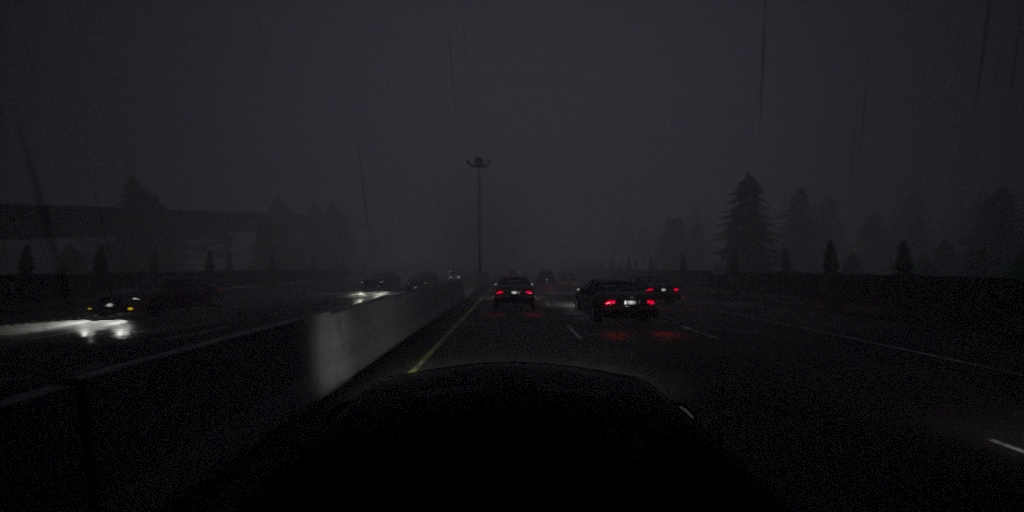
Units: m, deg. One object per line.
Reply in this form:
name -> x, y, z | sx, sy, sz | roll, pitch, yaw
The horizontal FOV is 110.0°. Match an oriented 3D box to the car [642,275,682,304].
car -> 7.101, 1.714, 19.294 | 2.033, 1.411, 5.357 | 0, -2, 0

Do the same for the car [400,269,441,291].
car -> -7.094, 2.007, 29.229 | 2.033, 1.411, 5.357 | 0, -2, 0

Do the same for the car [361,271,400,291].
car -> -10.593, 1.938, 29.258 | 1.882, 1.535, 5.008 | 0, -2, 0

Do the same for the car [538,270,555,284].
car -> 3.602, 2.272, 39.581 | 1.837, 1.490, 4.892 | 0, -2, 0

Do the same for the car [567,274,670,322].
car -> 3.601, 1.534, 13.330 | 2.033, 1.411, 5.357 | 0, -2, 0

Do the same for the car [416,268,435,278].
car -> -14.032, 2.801, 58.354 | 1.882, 1.535, 5.008 | 0, -2, 1

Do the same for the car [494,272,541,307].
car -> 0.101, 1.662, 17.567 | 2.033, 1.411, 5.357 | 0, -2, 0

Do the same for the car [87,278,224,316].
car -> -14.098, 1.588, 14.553 | 1.994, 1.385, 4.181 | 0, -2, 0

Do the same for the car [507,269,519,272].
car -> 0.102, 2.414, 45.263 | 1.882, 1.535, 5.008 | 0, -2, 0

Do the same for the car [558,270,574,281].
car -> 7.102, 2.504, 46.666 | 1.812, 1.442, 4.674 | 0, -2, 0
